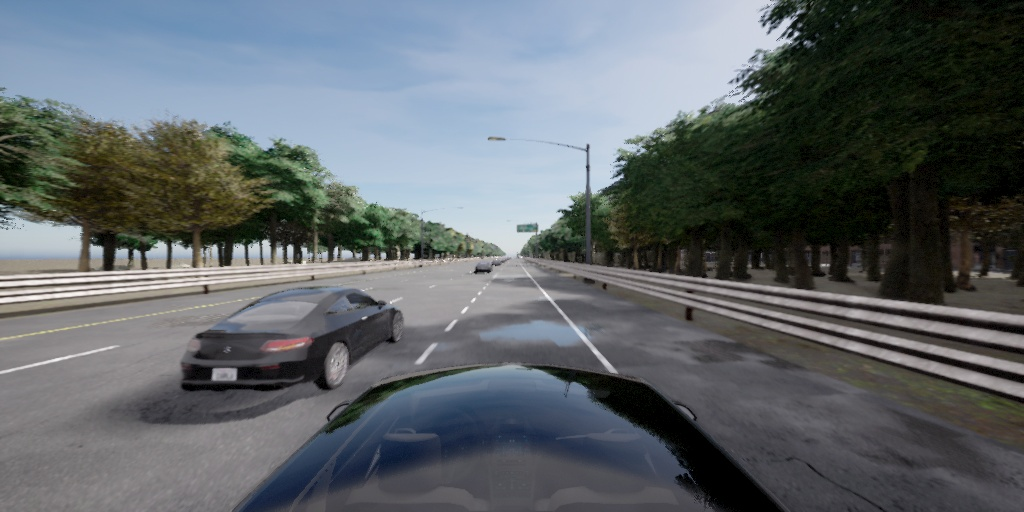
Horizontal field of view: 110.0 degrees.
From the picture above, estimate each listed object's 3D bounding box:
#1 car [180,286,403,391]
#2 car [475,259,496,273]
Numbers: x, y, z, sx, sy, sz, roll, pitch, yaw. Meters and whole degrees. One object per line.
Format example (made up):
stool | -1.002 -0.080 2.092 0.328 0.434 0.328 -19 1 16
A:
car | -3.500 1.277 6.670 1.812 1.442 4.674 0 0 0
car | -3.411 1.343 43.821 1.994 1.385 4.181 0 0 0
